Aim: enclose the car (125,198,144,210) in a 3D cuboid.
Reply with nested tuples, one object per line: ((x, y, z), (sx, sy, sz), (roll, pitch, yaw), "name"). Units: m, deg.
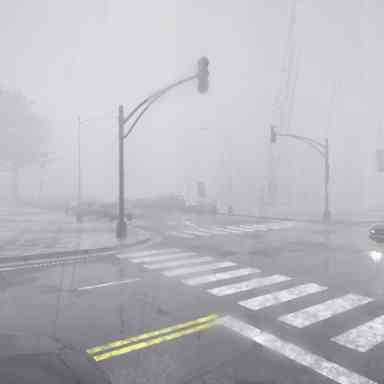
((-5.961, 1.428, 39.902), (1.947, 1.339, 4.313), (0, 0, -36), "car")

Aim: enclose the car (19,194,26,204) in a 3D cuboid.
((-26.176, 1.420, 53.057), (1.947, 1.339, 4.313), (0, 0, -36), "car")

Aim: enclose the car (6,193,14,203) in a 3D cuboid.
((-32.845, 1.379, 62.153), (1.887, 1.381, 4.507), (0, 0, -36), "car")

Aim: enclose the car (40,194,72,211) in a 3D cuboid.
((-16.172, 1.332, 39.412), (1.967, 1.590, 4.097), (0, 0, -36), "car")

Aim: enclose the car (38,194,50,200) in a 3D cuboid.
((-36.067, 1.287, 80.966), (1.752, 1.417, 4.829), (0, 0, -36), "car")

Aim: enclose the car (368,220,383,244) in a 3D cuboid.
((9.998, 1.528, 14.747), (5.357, 1.411, 2.033), (0, 0, -35), "car")

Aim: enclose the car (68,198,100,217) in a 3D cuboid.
((-9.504, 1.491, 30.317), (1.947, 1.339, 4.313), (0, 0, -36), "car")

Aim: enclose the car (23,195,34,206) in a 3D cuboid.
((-22.740, 1.391, 48.371), (1.752, 1.417, 4.829), (0, 0, -36), "car")

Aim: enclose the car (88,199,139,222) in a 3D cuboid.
((-6.169, 1.511, 25.768), (1.947, 1.339, 4.313), (0, 0, -36), "car")

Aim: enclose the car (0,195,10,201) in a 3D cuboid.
((-42.848, 1.390, 75.797), (1.802, 1.307, 4.206), (0, 0, -36), "car")

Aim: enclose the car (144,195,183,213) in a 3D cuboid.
((-2.627, 1.194, 35.354), (2.192, 1.841, 5.009), (0, 0, -36), "car")

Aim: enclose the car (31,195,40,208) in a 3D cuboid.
((-19.507, 1.460, 43.961), (1.802, 1.307, 4.206), (0, 0, -36), "car")

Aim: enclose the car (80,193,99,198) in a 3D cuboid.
((-15.963, 1.364, 53.544), (1.887, 1.381, 4.507), (0, 0, -36), "car")

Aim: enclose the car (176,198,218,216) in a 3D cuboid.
((0.708, 1.481, 30.807), (1.802, 1.307, 4.206), (0, 0, -36), "car")

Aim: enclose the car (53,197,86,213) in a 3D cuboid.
((-12.838, 1.490, 34.865), (1.802, 1.307, 4.206), (0, 0, -36), "car")

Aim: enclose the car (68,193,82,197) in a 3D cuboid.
((-19.298, 1.123, 58.091), (2.192, 1.841, 5.009), (0, 0, -36), "car")

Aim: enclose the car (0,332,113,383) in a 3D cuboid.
((-2.723, 1.505, 1.487), (4.892, 1.490, 1.837), (0, 0, -37), "car")

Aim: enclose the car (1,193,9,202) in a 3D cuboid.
((-36.180, 1.140, 66.701), (2.192, 1.841, 5.009), (0, 0, -36), "car")
